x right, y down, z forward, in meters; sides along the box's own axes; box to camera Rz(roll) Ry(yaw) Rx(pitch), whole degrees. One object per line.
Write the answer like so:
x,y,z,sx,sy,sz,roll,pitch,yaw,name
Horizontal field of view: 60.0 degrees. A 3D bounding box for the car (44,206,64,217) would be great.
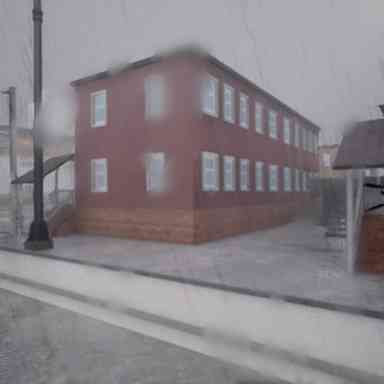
-9.750,1.753,27.079,1.812,1.442,4.674,-1,0,36,car
